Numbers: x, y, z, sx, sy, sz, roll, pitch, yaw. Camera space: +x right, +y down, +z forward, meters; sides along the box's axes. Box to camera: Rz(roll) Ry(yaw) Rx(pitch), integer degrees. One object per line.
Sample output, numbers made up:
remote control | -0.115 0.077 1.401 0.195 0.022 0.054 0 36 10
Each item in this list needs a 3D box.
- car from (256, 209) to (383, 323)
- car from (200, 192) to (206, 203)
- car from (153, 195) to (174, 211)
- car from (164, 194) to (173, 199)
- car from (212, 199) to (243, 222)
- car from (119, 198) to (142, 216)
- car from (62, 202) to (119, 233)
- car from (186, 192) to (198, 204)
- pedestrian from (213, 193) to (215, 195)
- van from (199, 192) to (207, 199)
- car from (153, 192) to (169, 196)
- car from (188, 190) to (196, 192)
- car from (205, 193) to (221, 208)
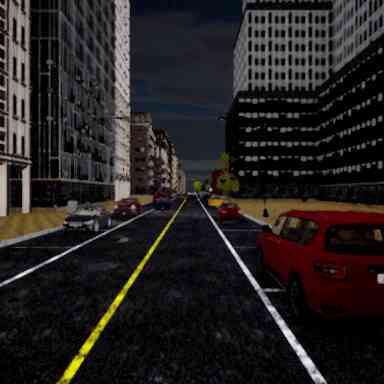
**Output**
car | 2.707 1.268 6.995 2.192 1.841 5.009 0 0 0
car | 2.667 1.205 58.196 1.947 1.339 4.313 0 0 0
car | -3.092 1.362 37.350 1.895 1.301 4.718 0 0 0
car | -5.679 1.082 80.978 1.947 1.339 4.313 0 0 0
car | 2.680 1.426 24.063 1.802 1.307 4.206 0 0 0
car | -5.682 1.248 29.777 1.967 1.590 4.097 0 0 0
car | -5.684 1.430 18.401 2.008 1.369 4.403 0 0 0
car | 0.006 1.155 56.205 1.837 1.490 4.892 0 0 0
pedestrian | 3.005 1.004 45.824 0.375 1.860 0.375 0 0 0
van | 2.669 0.857 80.951 1.690 1.788 3.998 0 0 0
car | -5.679 0.954 58.221 2.192 1.841 5.009 0 0 0
car | 0.008 0.677 75.128 2.150 2.045 5.566 0 0 0
car | 3.004 1.183 42.828 1.801 1.575 5.366 0 0 0
